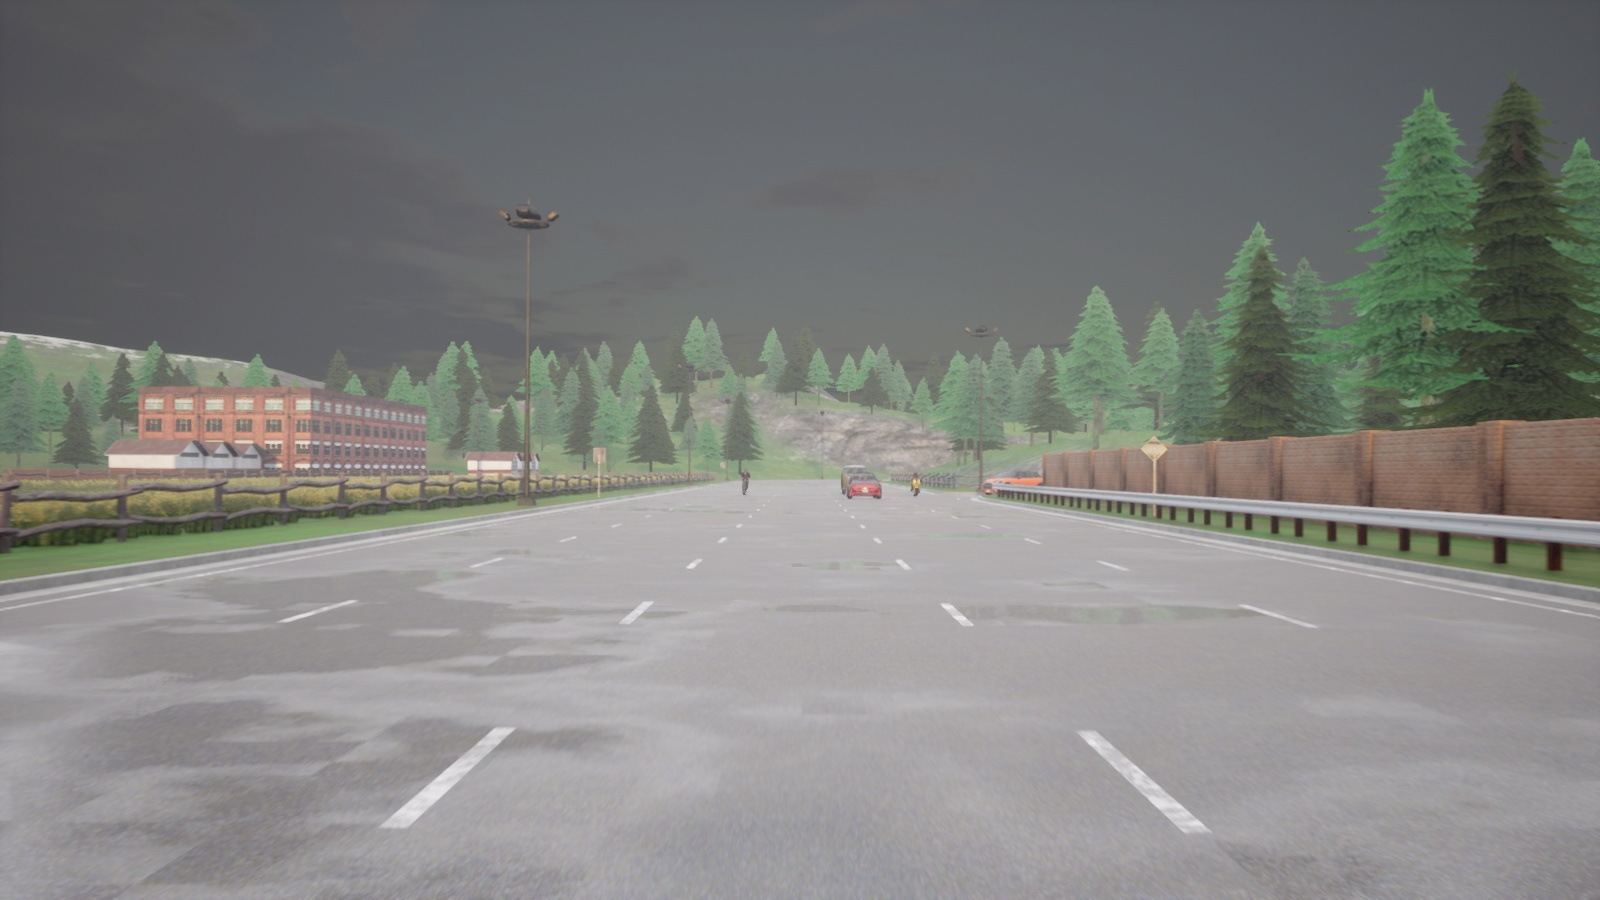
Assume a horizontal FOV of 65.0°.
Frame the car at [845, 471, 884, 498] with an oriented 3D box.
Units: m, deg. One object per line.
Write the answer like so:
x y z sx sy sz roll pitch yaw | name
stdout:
3.663 1.953 72.355 2.007 1.525 4.514 0 -1 0 | car

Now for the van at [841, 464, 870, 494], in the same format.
3.706 1.971 85.076 1.775 1.987 4.442 0 -1 0 | van

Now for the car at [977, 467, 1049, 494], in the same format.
14.227 2.014 83.827 4.553 1.767 2.097 0 -1 -33 | car
